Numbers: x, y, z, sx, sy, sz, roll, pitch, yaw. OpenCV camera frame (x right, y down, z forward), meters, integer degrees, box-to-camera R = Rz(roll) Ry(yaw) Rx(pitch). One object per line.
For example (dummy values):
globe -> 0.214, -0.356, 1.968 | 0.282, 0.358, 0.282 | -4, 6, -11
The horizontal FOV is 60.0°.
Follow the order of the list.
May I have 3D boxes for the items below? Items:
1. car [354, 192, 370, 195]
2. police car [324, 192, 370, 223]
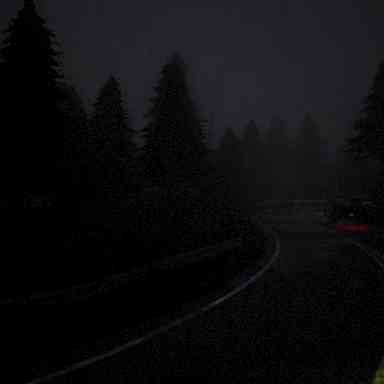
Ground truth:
car -> 17.276, 0.809, 36.087 | 1.801, 1.575, 5.366 | -1, 1, 43
police car -> 10.460, 1.117, 23.142 | 1.930, 1.638, 5.238 | 1, 2, 13
